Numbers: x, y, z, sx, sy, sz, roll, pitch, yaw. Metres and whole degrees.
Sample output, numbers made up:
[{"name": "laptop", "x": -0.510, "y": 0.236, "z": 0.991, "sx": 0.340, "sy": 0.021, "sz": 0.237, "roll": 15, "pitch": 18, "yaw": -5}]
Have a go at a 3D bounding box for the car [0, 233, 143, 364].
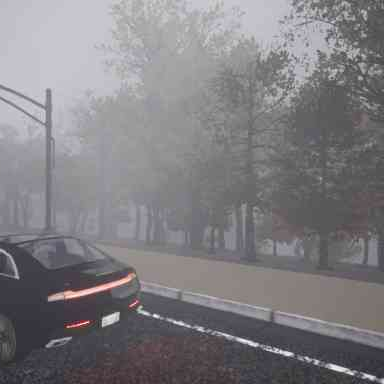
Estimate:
[{"name": "car", "x": -3.061, "y": 1.491, "z": 5.868, "sx": 4.902, "sy": 1.511, "sz": 2.128, "roll": 0, "pitch": 0, "yaw": 36}]
